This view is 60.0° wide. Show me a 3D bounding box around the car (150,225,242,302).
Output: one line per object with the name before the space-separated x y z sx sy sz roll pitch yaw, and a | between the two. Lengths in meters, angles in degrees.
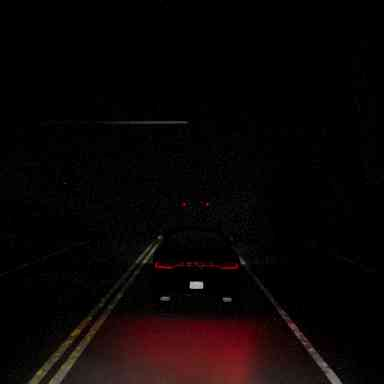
car | 0.087 1.594 8.582 1.882 1.535 5.008 1 -1 0
